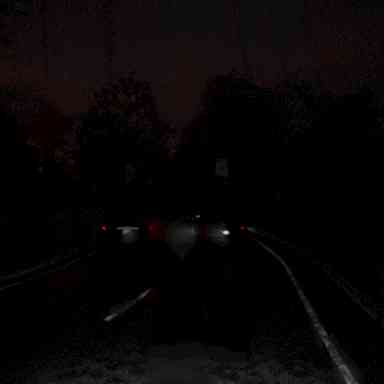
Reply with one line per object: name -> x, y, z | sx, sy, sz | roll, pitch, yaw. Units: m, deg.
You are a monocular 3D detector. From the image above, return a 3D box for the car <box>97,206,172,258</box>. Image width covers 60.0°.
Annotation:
car -> -1.976, 1.284, 12.626 | 2.097, 1.767, 4.553 | 0, 0, 2

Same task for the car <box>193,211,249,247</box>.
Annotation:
car -> 1.158, 1.502, 14.638 | 1.994, 1.385, 4.181 | 0, 0, -3
